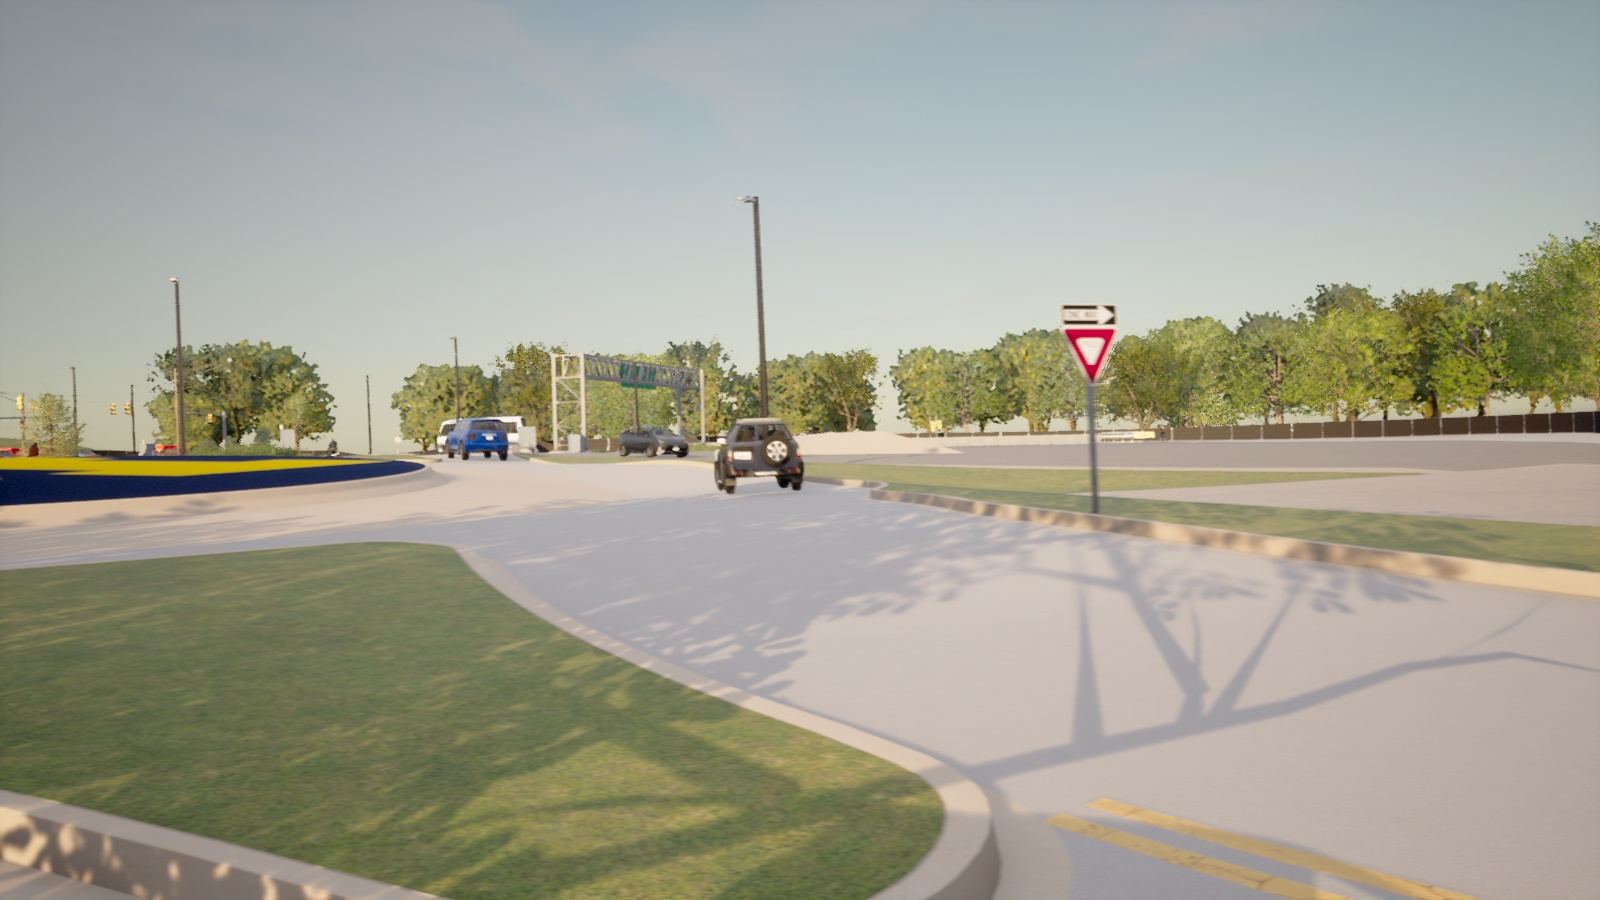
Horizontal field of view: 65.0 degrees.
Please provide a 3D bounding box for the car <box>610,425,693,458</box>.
[{"bbox_3d":[-7.272,-0.435,61.195,2.007,1.525,4.514,1,0,-36],"label":"car"}]

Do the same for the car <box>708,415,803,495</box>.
[{"bbox_3d":[-1.214,0.132,32.095,1.932,1.855,4.605,-2,0,-8],"label":"car"}]

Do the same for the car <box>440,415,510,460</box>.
[{"bbox_3d":[-16.115,-0.654,62.054,2.150,2.045,5.566,1,1,-27],"label":"car"}]
